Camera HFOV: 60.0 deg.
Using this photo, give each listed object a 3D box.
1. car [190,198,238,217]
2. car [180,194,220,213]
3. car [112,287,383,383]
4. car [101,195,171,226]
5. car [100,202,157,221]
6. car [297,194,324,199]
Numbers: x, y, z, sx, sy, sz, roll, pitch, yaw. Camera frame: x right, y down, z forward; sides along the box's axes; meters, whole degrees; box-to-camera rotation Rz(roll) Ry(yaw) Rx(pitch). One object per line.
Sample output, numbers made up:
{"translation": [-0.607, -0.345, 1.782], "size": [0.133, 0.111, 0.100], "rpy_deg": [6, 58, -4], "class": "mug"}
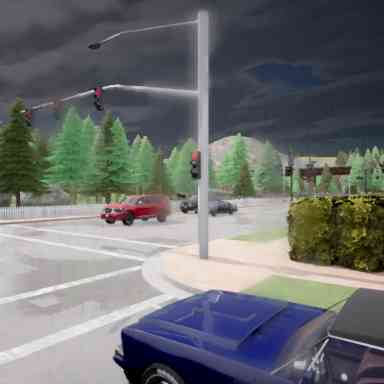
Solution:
{"translation": [2.457, 1.547, 32.232], "size": [2.033, 1.411, 5.357], "rpy_deg": [0, 0, 38], "class": "car"}
{"translation": [1.079, 1.220, 36.119], "size": [2.150, 2.045, 5.566], "rpy_deg": [0, 0, 39], "class": "car"}
{"translation": [1.502, 1.601, 2.894], "size": [4.718, 1.301, 1.895], "rpy_deg": [0, 0, 36], "class": "car"}
{"translation": [-3.911, 1.221, 24.203], "size": [2.150, 2.045, 5.566], "rpy_deg": [0, 0, 38], "class": "car"}
{"translation": [-5.258, 1.600, 28.138], "size": [1.895, 1.301, 4.718], "rpy_deg": [0, 0, 38], "class": "car"}
{"translation": [11.972, 1.221, 32.665], "size": [2.150, 2.045, 5.566], "rpy_deg": [0, 0, 38], "class": "car"}
